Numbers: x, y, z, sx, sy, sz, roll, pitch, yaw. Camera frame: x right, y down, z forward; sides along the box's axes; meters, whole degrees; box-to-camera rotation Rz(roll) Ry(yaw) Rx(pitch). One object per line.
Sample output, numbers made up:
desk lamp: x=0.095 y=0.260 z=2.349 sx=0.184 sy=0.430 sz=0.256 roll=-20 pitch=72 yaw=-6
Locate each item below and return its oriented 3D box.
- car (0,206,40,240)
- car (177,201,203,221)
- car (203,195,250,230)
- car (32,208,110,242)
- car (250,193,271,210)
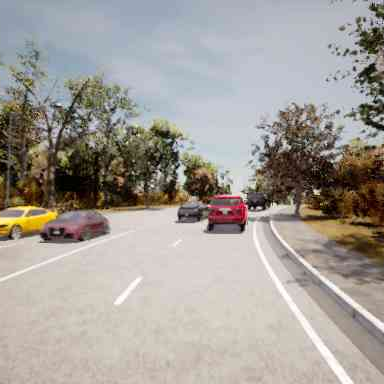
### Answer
car: x=-9.060 y=1.534 z=17.623 sx=1.882 sy=1.535 sz=5.008 roll=0 pitch=-1 yaw=9
car: x=0.192 y=1.518 z=27.244 sx=2.128 sy=1.511 sz=4.902 roll=-1 pitch=0 yaw=14
car: x=2.346 y=1.214 z=21.046 sx=2.150 sy=2.045 sz=5.566 roll=-1 pitch=0 yaw=11
car: x=-5.670 y=1.598 z=16.602 sx=1.994 sy=1.385 sz=4.181 roll=0 pitch=0 yaw=8
car: x=8.337 y=1.172 z=41.252 sx=2.150 sy=2.045 sz=5.566 roll=-1 pitch=0 yaw=21
